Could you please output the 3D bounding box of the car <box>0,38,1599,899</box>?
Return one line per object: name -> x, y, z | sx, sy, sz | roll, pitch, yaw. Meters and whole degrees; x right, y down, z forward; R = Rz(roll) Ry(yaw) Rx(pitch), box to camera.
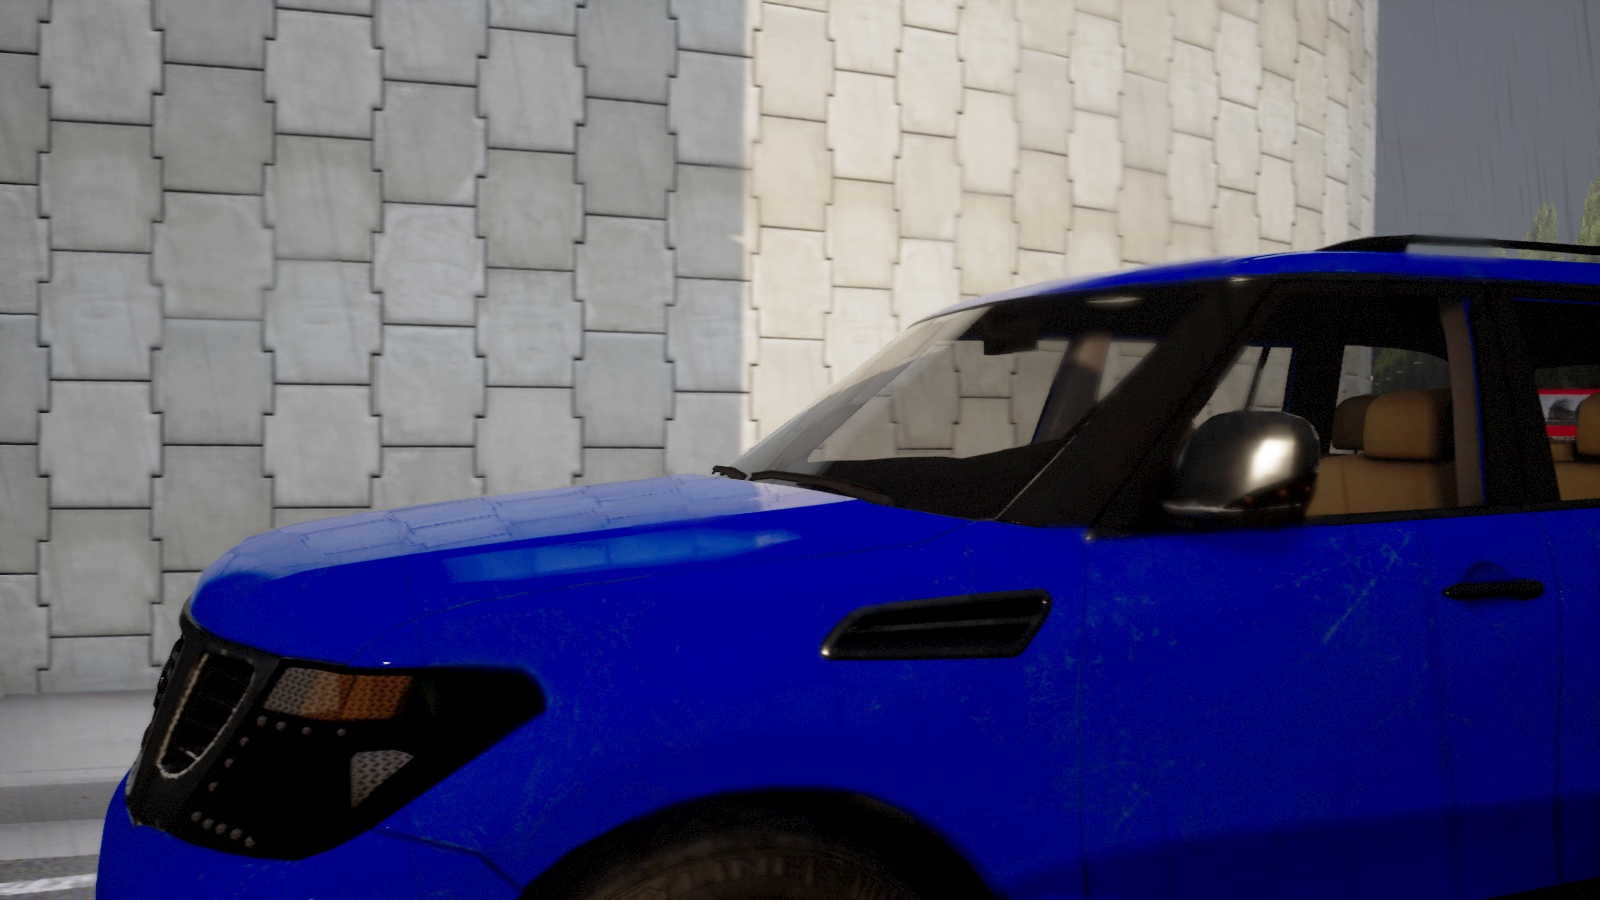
car -> 1.181, 0.448, 3.628 | 5.566, 2.045, 2.150 | -1, 1, -22
